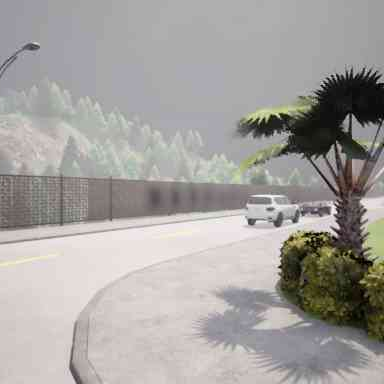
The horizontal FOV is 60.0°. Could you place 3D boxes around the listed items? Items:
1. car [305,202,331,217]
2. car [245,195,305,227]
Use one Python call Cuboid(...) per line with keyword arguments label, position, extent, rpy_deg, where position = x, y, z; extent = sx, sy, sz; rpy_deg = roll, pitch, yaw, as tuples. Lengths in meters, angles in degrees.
Cuboid(label="car", position=(11.779, 1.602, 31.592), extent=(1.895, 1.301, 4.718), rpy_deg=(0, 0, 35))
Cuboid(label="car", position=(5.660, 1.222, 23.040), extent=(2.150, 2.045, 5.566), rpy_deg=(0, 0, 36))
